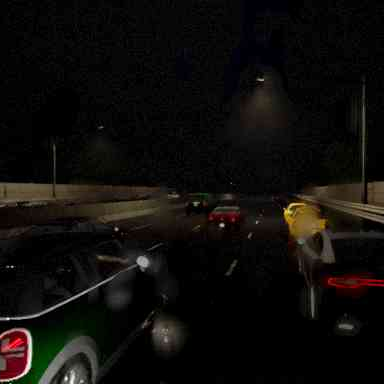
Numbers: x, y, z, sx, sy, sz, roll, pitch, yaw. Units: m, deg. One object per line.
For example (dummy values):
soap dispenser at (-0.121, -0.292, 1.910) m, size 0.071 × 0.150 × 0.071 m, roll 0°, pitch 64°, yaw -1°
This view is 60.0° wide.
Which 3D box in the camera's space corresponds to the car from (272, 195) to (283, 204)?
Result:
car at (14.656, 1.252, 56.979) m, size 1.837 × 1.490 × 4.892 m, roll 0°, pitch 0°, yaw 14°

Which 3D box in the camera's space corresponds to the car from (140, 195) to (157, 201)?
car at (-8.474, 1.277, 65.578) m, size 2.033 × 1.411 × 5.357 m, roll 0°, pitch 0°, yaw 14°

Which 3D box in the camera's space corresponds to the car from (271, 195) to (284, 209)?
car at (11.310, 1.340, 43.400) m, size 2.128 × 1.511 × 4.902 m, roll 0°, pitch 0°, yaw 14°

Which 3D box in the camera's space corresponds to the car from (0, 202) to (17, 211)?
car at (-14.353, 1.533, 27.630) m, size 1.994 × 1.385 × 4.181 m, roll 0°, pitch 0°, yaw 14°

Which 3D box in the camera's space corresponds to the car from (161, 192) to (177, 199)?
car at (-4.394, 0.938, 67.457) m, size 2.150 × 2.045 × 5.566 m, roll 0°, pitch 0°, yaw 14°

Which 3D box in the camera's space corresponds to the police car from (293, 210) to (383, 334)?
police car at (3.357, 1.425, 7.007) m, size 1.930 × 1.638 × 5.238 m, roll 0°, pitch 0°, yaw 14°

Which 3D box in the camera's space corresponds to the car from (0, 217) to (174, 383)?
car at (-1.759, 1.354, 4.829) m, size 2.097 × 1.767 × 4.553 m, roll 0°, pitch 0°, yaw 12°

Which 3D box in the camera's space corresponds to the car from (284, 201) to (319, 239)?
car at (5.781, 1.443, 16.790) m, size 1.801 × 1.575 × 5.366 m, roll 0°, pitch 0°, yaw 14°

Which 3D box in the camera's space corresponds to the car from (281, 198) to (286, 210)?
car at (7.224, 1.425, 22.613) m, size 1.801 × 1.575 × 5.366 m, roll 0°, pitch 0°, yaw 14°

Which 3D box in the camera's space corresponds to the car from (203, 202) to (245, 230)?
car at (2.258, 1.578, 21.075) m, size 1.895 × 1.301 × 4.718 m, roll 0°, pitch 0°, yaw 14°

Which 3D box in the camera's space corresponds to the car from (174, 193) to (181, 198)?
car at (-1.263, 1.270, 65.590) m, size 2.033 × 1.411 × 5.357 m, roll 0°, pitch 0°, yaw 15°

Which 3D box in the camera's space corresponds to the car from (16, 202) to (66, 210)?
car at (-11.145, 1.536, 26.029) m, size 1.994 × 1.385 × 4.181 m, roll 0°, pitch 0°, yaw 14°

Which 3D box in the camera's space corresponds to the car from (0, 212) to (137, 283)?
car at (-3.831, 1.546, 11.038) m, size 2.033 × 1.411 × 5.357 m, roll 0°, pitch 0°, yaw 14°

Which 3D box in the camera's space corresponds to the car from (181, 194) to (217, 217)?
car at (0.984, 1.164, 30.486) m, size 2.150 × 2.045 × 5.566 m, roll 0°, pitch 0°, yaw 14°
